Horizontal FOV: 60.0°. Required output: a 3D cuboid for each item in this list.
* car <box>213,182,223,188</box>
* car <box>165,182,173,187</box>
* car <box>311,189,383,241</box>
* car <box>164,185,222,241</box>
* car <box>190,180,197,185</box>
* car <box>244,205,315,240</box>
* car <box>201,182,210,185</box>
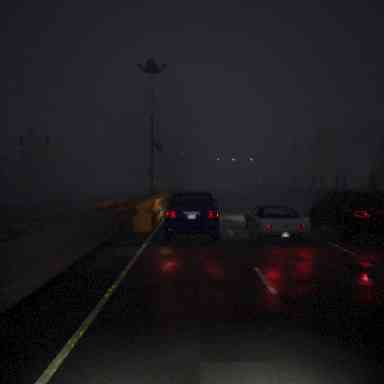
[{"bbox_3d":[7.428,-1.934,90.632,1.882,1.535,5.008,0,2,0],"label":"car"},{"bbox_3d":[-6.547,-2.120,95.129,2.097,1.767,4.553,0,2,0],"label":"car"},{"bbox_3d":[7.007,0.878,14.595,2.150,2.045,5.566,0,2,0],"label":"car"},{"bbox_3d":[0.007,0.876,14.633,2.150,2.045,5.566,0,2,0],"label":"car"},{"bbox_3d":[0.428,-1.819,90.705,1.895,1.301,4.718,0,2,0],"label":"car"},{"bbox_3d":[3.507,1.235,14.628,1.895,1.301,4.718,0,2,0],"label":"car"},{"bbox_3d":[3.930,-1.933,91.068,1.882,1.535,5.008,0,2,0],"label":"car"}]
